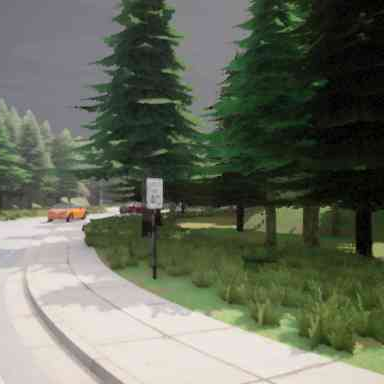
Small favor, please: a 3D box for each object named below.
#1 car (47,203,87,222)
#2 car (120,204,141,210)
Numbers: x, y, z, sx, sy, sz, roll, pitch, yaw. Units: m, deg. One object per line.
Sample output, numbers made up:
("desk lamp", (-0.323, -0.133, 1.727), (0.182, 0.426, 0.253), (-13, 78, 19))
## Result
("car", (-11.641, 1.856, 31.434), (2.097, 1.767, 4.553), (0, -1, 7))
("car", (-7.320, 2.135, 43.189), (1.882, 1.535, 5.008), (-1, -1, 27))
